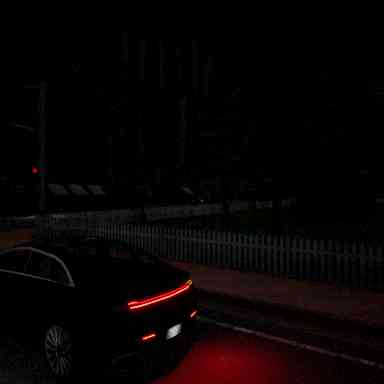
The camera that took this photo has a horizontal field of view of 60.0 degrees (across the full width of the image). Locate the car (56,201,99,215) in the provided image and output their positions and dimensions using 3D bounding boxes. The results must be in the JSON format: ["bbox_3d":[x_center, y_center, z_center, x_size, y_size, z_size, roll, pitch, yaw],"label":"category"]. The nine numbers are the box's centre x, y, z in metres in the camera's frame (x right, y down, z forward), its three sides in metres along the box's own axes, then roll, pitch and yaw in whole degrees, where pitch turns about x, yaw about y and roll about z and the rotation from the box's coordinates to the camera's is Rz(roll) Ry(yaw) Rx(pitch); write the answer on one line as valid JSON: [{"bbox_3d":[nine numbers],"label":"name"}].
[{"bbox_3d":[-11.407,1.564,33.451,1.994,1.385,4.181,0,0,34],"label":"car"}]

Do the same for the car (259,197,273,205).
[{"bbox_3d":[13.121,1.547,56.952,2.033,1.411,5.357,0,0,34],"label":"car"}]

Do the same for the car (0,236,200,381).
[{"bbox_3d":[-2.185,1.491,5.497,4.902,1.511,2.128,0,0,36],"label":"car"}]

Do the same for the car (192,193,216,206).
[{"bbox_3d":[1.921,1.350,53.148,2.097,1.767,4.553,0,0,34],"label":"car"}]
